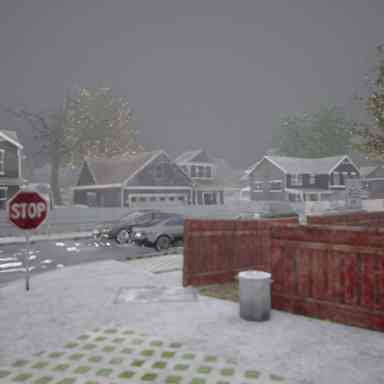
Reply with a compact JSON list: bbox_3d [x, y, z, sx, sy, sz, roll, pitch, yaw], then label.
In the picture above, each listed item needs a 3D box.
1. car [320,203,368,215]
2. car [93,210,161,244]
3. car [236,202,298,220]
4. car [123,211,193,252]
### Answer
[{"bbox_3d":[12.612,1.721,27.542,4.892,1.490,1.837,0,-1,-33],"label":"car"},{"bbox_3d":[-2.531,1.678,16.873,4.892,1.490,1.837,1,-1,-37],"label":"car"},{"bbox_3d":[5.081,1.548,22.396,4.553,1.767,2.097,0,-1,-35],"label":"car"},{"bbox_3d":[-0.576,1.702,14.664,4.181,1.385,1.994,0,-1,-37],"label":"car"}]
